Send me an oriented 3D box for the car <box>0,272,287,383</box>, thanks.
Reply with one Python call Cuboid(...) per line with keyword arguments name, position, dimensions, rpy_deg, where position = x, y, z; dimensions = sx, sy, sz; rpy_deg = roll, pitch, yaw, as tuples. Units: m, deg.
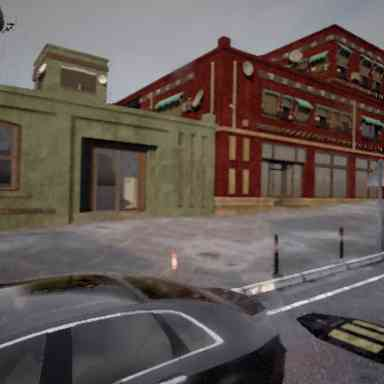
Cuboid(name="car", position=(-1.386, 1.506, 2.387), dimensions=(4.892, 1.490, 1.837), rpy_deg=(0, 0, -36))
